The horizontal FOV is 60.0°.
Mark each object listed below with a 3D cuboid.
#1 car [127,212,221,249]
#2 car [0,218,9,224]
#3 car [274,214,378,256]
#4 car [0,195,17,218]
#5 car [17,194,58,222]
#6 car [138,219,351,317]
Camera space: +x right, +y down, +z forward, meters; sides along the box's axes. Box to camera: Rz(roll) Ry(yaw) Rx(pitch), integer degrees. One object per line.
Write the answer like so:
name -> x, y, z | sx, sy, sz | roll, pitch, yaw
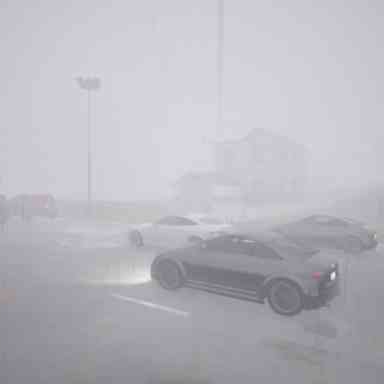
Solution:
car -> -0.432, 1.512, 12.886 | 4.674, 1.442, 1.812 | 0, 0, 35
car -> -7.202, 1.487, 9.131 | 4.892, 1.490, 1.837 | 0, 0, 36
car -> 5.035, 1.558, 13.279 | 4.181, 1.385, 1.994 | 0, 0, 36
car -> -14.846, 1.181, 23.188 | 5.566, 2.045, 2.150 | 0, 0, 36
car -> -12.807, 1.180, 26.033 | 5.566, 2.045, 2.150 | 0, 0, 36
car -> 1.057, 1.559, 7.519 | 4.181, 1.385, 1.994 | 0, 0, 36
